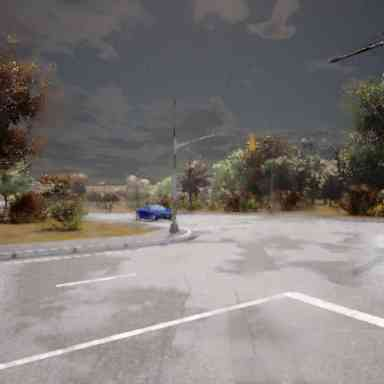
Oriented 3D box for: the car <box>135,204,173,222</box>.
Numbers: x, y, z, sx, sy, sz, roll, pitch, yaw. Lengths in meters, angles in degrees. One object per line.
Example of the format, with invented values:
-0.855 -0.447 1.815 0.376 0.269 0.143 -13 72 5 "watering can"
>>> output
-3.336 1.816 29.448 1.882 1.535 5.008 0 -2 -33 "car"
